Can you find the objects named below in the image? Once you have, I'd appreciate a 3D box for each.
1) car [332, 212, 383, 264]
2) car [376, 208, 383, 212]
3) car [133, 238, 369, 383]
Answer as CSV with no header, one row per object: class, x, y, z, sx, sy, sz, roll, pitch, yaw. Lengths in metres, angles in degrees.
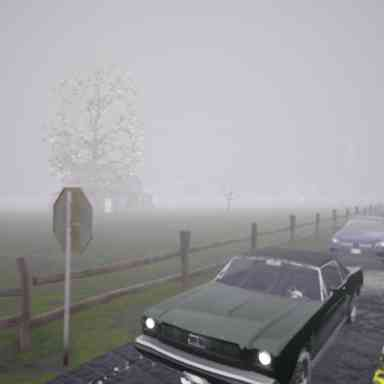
car,6.660,1.676,12.681,1.812,1.442,4.674,0,-1,35
car,11.911,1.746,20.007,1.837,1.490,4.892,0,-1,36
car,1.332,1.657,5.255,1.895,1.301,4.718,0,-1,36
